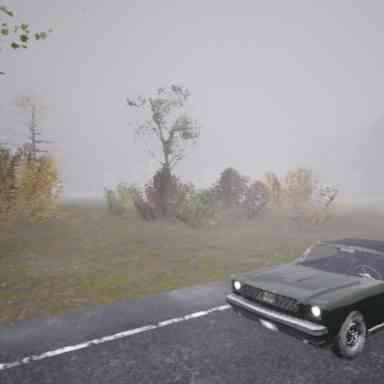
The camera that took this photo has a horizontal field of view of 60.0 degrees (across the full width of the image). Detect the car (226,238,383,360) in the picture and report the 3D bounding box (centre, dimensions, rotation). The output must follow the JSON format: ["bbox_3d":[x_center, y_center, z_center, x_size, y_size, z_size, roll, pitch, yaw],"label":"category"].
[{"bbox_3d":[2.899,1.598,6.063,4.718,1.301,1.895,0,0,-36],"label":"car"}]
